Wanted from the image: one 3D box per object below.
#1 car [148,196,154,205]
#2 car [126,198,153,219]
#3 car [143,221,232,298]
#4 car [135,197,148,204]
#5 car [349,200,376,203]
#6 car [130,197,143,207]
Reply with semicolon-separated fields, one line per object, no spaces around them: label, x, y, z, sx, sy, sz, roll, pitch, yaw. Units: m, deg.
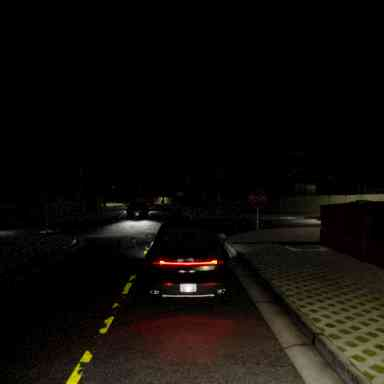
car;-8.786;1.670;65.644;2.097;1.767;4.553;0;-1;-16
car;-4.793;1.570;29.612;2.128;1.511;4.902;0;0;-7
car;-0.147;1.509;8.502;1.837;1.490;4.892;0;0;-2
car;-11.587;1.805;75.369;2.128;1.511;4.902;0;-1;-18
car;11.836;1.260;23.045;5.357;1.411;2.033;-1;1;3
car;-9.568;1.722;56.946;1.882;1.535;5.008;0;-1;-13
